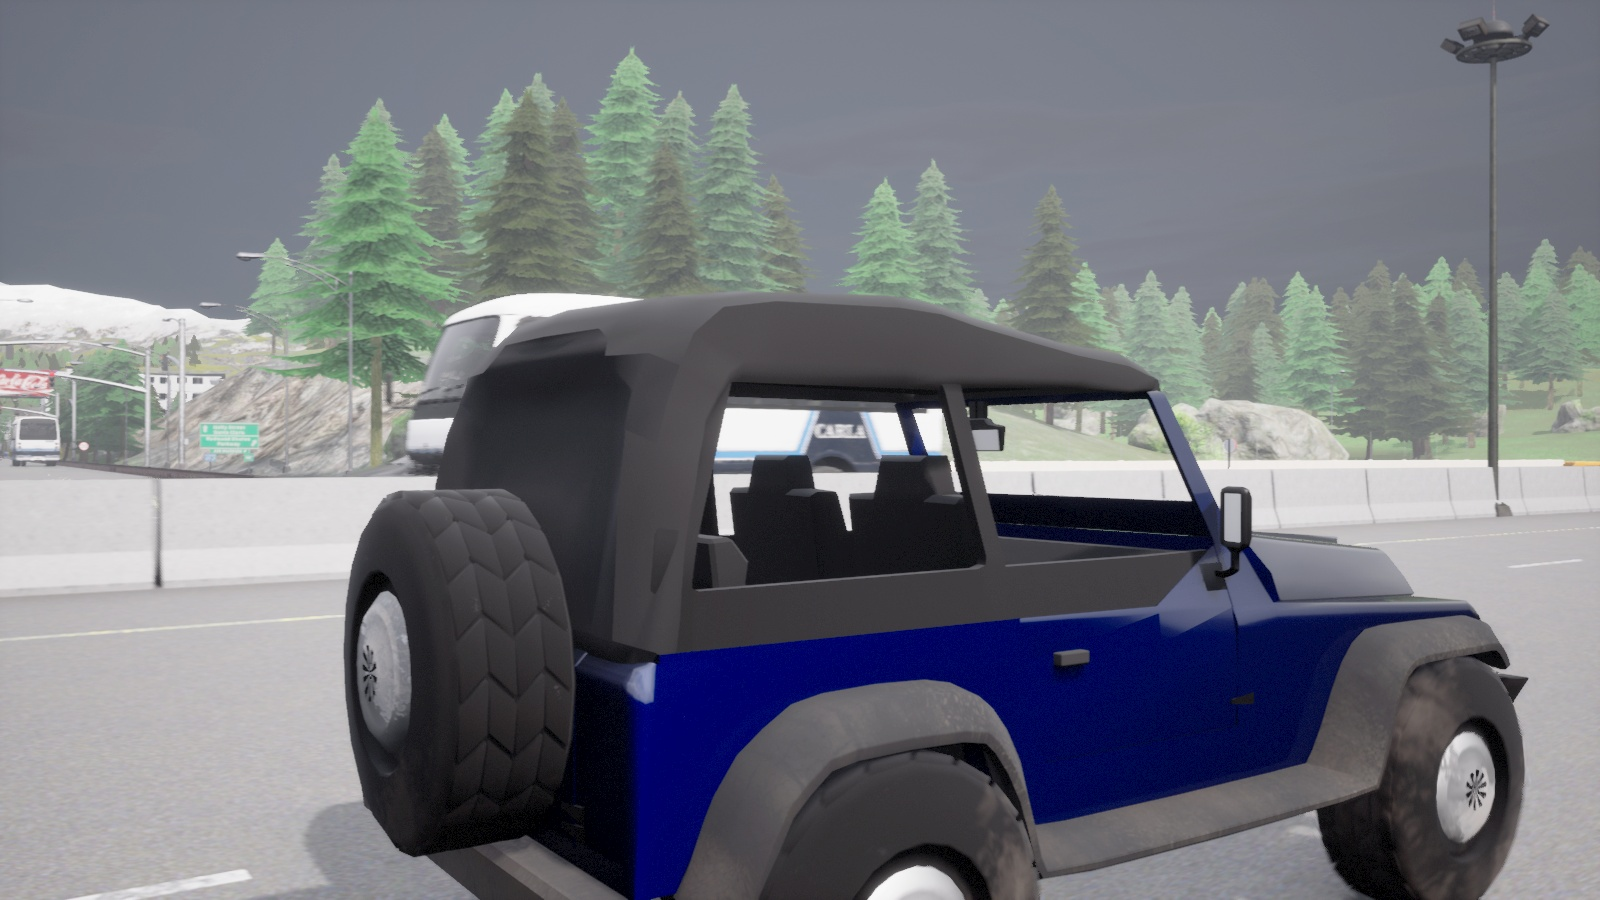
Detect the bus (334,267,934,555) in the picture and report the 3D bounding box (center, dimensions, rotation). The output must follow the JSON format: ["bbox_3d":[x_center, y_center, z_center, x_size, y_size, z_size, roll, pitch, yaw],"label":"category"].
[{"bbox_3d":[-2.736,-0.569,23.081,10.273,4.253,3.944,0,0,-35],"label":"bus"}]

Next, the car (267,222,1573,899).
[{"bbox_3d":[0.552,0.549,4.044,3.866,1.878,1.905,0,0,-35],"label":"car"}]

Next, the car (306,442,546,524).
[{"bbox_3d":[-8.240,0.674,27.774,4.611,1.667,2.242,0,0,-35],"label":"car"}]
